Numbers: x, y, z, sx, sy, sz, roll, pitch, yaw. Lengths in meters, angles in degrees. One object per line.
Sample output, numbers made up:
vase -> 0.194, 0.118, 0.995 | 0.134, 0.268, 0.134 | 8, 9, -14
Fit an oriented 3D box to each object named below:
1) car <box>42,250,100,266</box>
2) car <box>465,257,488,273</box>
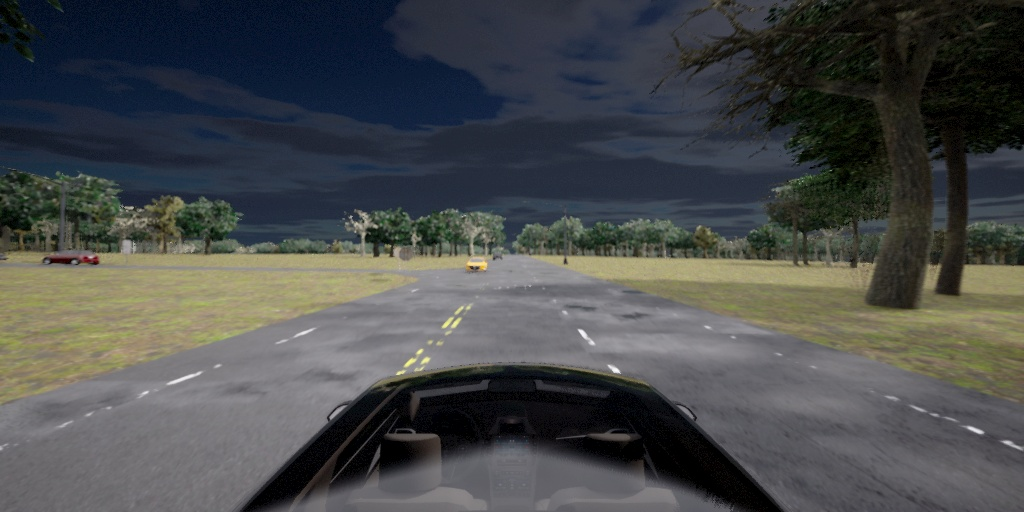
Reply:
car -> -48.425, 0.135, 39.436 | 4.553, 1.767, 2.097 | 1, -1, 0
car -> -3.399, 0.858, 35.282 | 1.882, 1.535, 5.008 | 0, 0, 0
